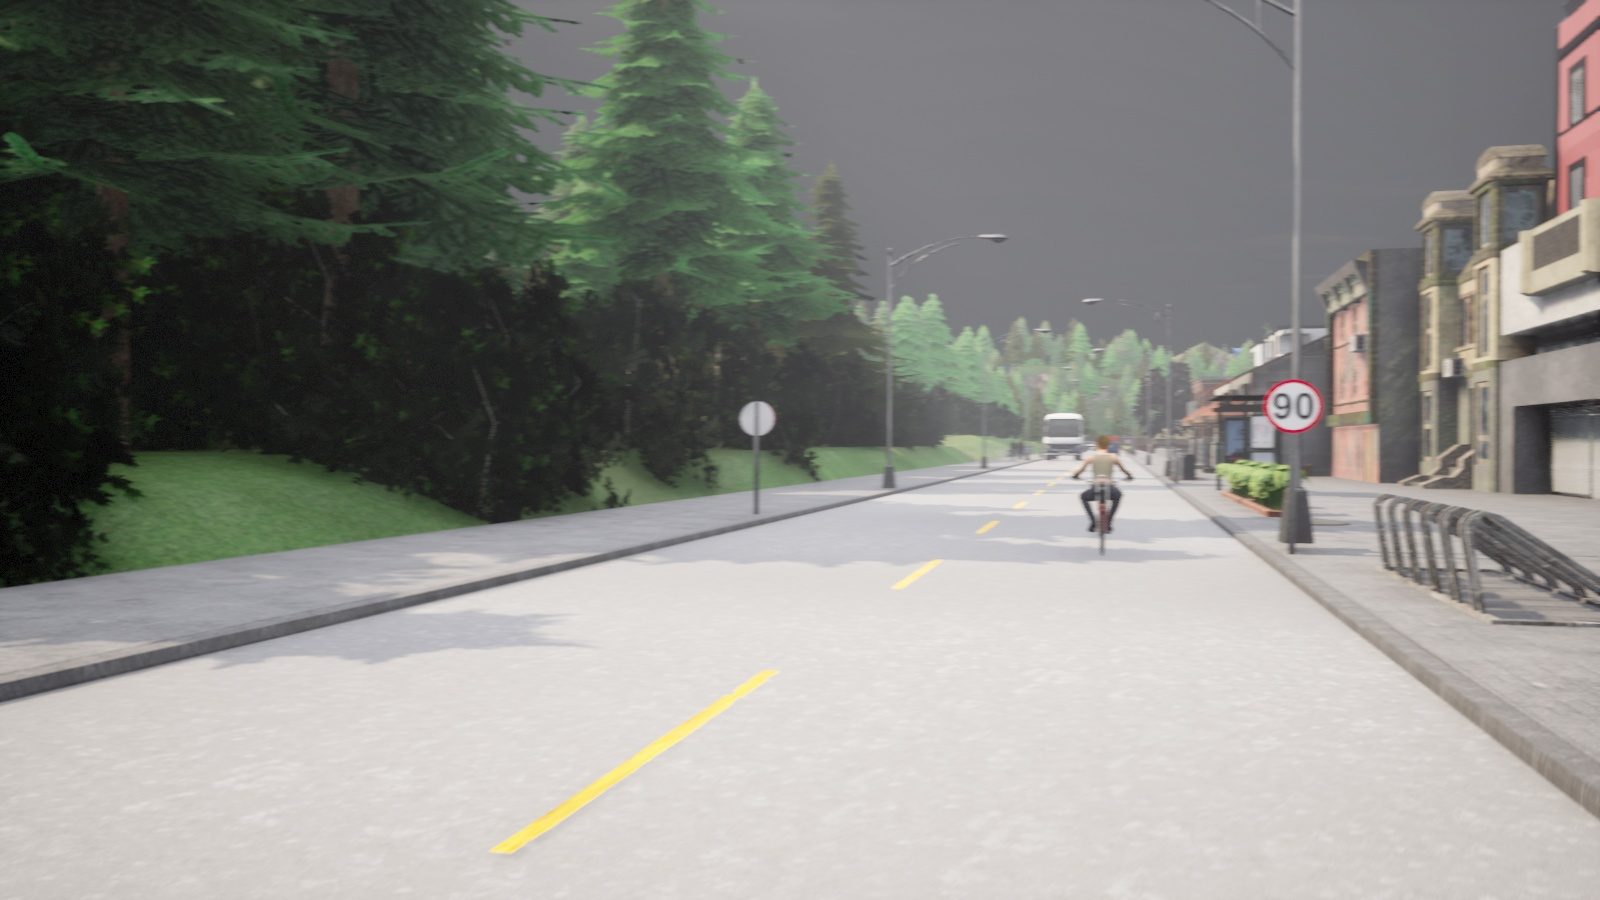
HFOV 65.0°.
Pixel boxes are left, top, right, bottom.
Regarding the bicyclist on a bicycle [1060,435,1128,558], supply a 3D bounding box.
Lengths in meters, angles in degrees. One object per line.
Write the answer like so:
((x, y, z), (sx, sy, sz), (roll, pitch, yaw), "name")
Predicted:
((4.048, 0.605, 17.307), (0.866, 1.612, 1.509), (0, 0, 13), "bicyclist on a bicycle")
